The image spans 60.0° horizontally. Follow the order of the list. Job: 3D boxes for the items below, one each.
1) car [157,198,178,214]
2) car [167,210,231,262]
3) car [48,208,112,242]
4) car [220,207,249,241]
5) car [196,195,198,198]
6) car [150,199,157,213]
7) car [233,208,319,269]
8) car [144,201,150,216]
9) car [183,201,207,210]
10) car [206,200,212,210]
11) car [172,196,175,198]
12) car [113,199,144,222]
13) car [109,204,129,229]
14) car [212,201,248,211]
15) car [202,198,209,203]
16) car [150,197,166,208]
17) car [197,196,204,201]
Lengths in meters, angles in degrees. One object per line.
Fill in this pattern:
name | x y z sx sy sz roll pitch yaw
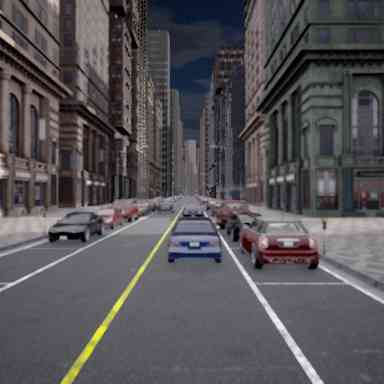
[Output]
car | -3.088 1.809 40.256 1.837 1.490 4.892 0 -1 0
car | 0.086 1.642 12.518 2.033 1.411 5.357 0 0 0
car | -5.757 1.694 17.075 1.947 1.339 4.313 0 0 0
car | 2.768 1.694 17.078 1.947 1.339 4.313 0 0 0
car | 2.777 2.269 95.506 1.887 1.381 4.507 0 0 0
car | -5.755 1.848 39.482 2.008 1.369 4.403 0 0 0
car | 2.768 1.527 11.477 1.967 1.590 4.097 0 0 0
car | -5.755 1.779 33.711 1.752 1.417 4.829 0 0 0
car | 0.096 1.834 31.041 1.895 1.301 4.718 0 0 0
car | 2.770 1.806 33.884 2.008 1.369 4.403 0 0 0
car | -5.750 2.177 78.693 1.802 1.307 4.206 0 0 0
car | -5.755 1.528 28.280 2.192 1.841 5.009 0 0 0
car | -5.757 1.753 22.677 1.802 1.307 4.206 0 0 0
car | 2.769 1.486 22.681 2.192 1.841 5.009 0 0 0
car | 2.771 1.884 45.088 1.887 1.381 4.507 0 0 0
car | -5.752 1.739 56.288 2.192 1.841 5.009 0 0 0
car | 2.775 1.992 73.098 1.967 1.590 4.097 0 0 0
